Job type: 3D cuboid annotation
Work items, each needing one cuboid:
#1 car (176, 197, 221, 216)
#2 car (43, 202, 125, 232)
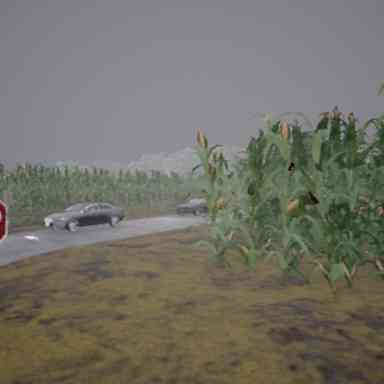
[{"bbox_3d":[0.636,1.200,28.854,1.882,1.535,5.008,-1,0,36],"label":"car"},{"bbox_3d":[-6.140,1.388,19.372,2.128,1.511,4.902,-1,1,36],"label":"car"}]
